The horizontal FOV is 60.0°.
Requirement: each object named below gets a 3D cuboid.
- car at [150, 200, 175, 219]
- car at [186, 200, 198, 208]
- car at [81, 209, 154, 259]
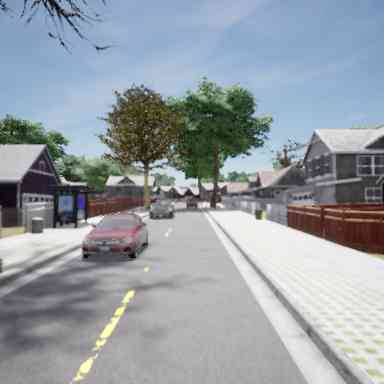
[{"bbox_3d":[-2.751,1.546,31.679,2.097,1.767,4.553,0,0,0],"label":"car"},{"bbox_3d":[0.006,2.023,54.999,1.895,1.301,4.718,0,-1,0],"label":"car"},{"bbox_3d":[-2.809,1.587,13.065,1.812,1.442,4.674,0,-1,0],"label":"car"}]
